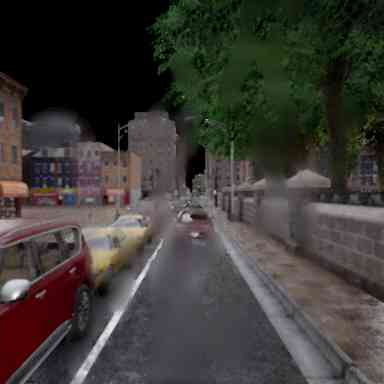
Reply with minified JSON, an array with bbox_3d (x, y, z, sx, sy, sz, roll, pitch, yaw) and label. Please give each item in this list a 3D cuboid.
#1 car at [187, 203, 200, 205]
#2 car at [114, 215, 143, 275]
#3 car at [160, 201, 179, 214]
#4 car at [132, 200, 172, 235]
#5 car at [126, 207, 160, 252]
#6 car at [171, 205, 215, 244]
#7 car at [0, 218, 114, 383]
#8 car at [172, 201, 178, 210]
[{"bbox_3d":[0.133,1.699,30.991,1.994,1.385,4.181,0,0,0],"label":"car"},{"bbox_3d":[-2.633,1.565,8.981,1.752,1.417,4.829,0,0,0],"label":"car"},{"bbox_3d":[-2.590,1.735,38.893,1.947,1.339,4.313,0,0,0],"label":"car"},{"bbox_3d":[-2.617,1.401,19.693,2.192,1.841,5.009,0,0,0],"label":"car"},{"bbox_3d":[-2.625,1.588,14.252,1.752,1.417,4.829,0,0,0],"label":"car"},{"bbox_3d":[0.116,1.596,16.047,1.812,1.442,4.674,0,0,0],"label":"car"},{"bbox_3d":[-2.641,1.333,3.882,2.192,1.841,5.009,0,0,0],"label":"car"},{"bbox_3d":[-2.595,1.736,35.230,1.802,1.307,4.206,0,0,0],"label":"car"}]
